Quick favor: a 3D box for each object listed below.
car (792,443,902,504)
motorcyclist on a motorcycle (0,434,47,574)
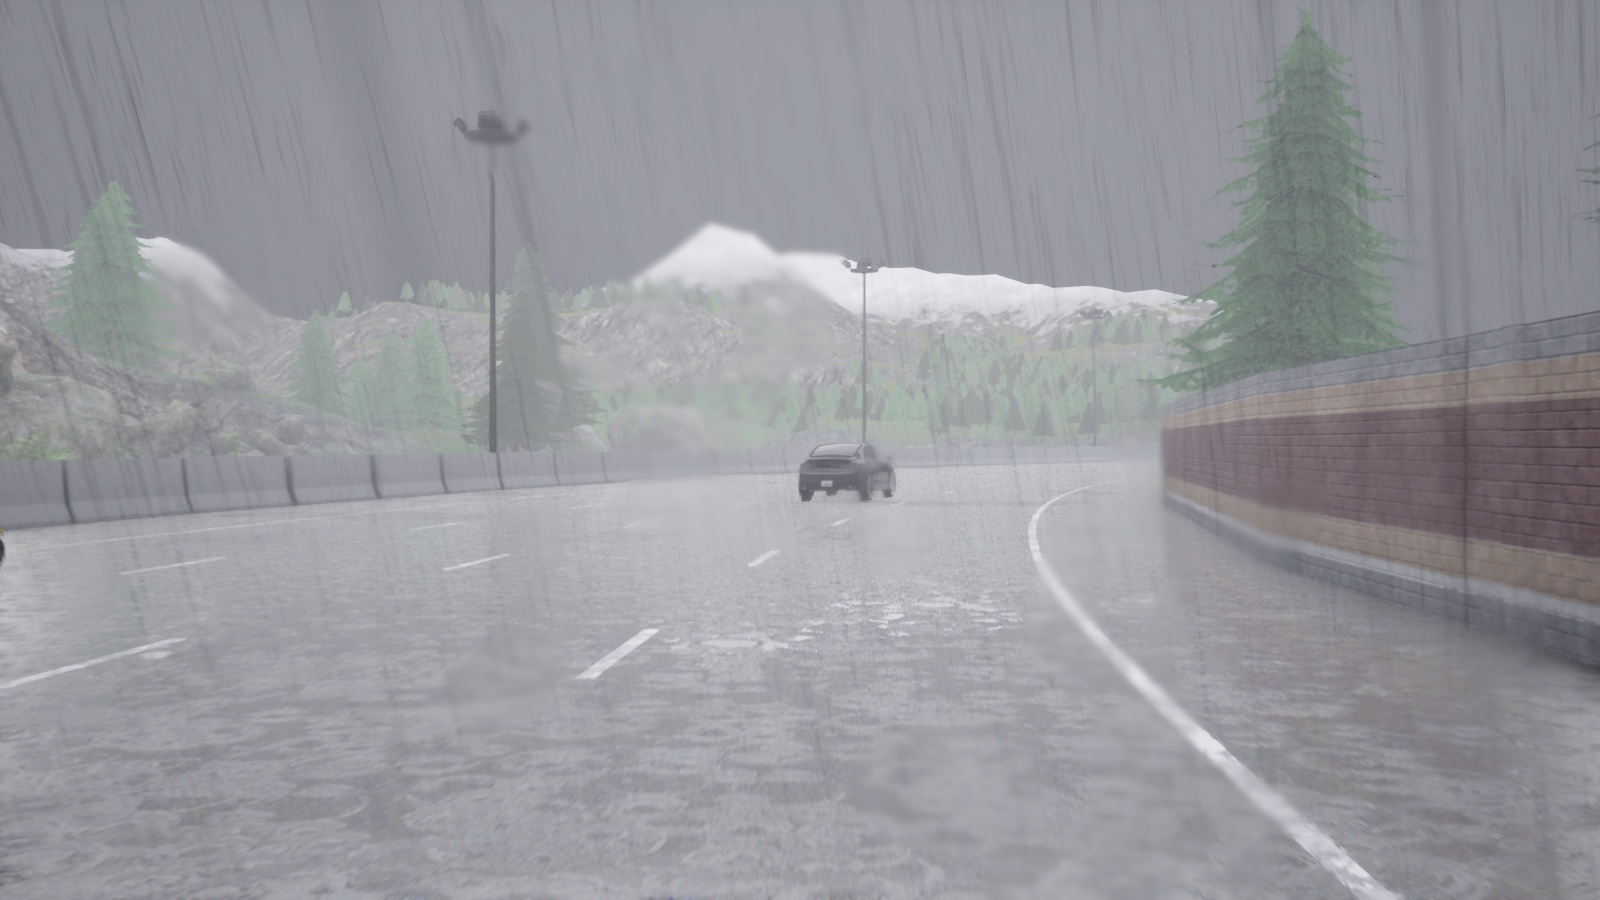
[{"bbox_3d":[1.345,0.565,33.338,1.837,1.490,4.892,0,0,15],"label":"car"},{"bbox_3d":[-9.520,0.609,14.115,0.866,1.590,1.817,1,0,7],"label":"motorcyclist on a motorcycle"}]
